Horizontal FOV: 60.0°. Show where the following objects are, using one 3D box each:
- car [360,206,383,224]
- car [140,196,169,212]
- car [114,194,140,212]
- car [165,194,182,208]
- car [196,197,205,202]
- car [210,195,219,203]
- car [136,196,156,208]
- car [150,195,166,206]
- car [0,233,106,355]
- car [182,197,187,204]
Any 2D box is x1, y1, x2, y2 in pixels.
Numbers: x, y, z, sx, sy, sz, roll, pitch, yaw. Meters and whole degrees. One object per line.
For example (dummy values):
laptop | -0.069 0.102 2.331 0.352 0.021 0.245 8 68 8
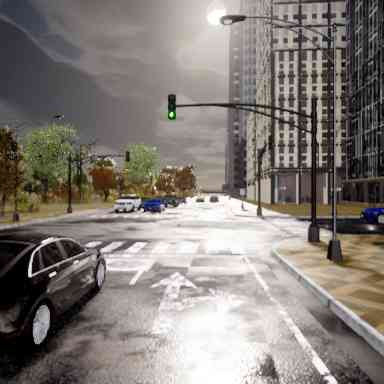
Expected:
car | 14.348 1.379 22.943 5.008 1.535 1.882 0 0 5
car | -4.450 1.573 39.865 1.882 1.535 5.008 0 0 6
car | -7.686 1.316 40.284 2.150 2.045 5.566 0 0 5
car | -3.437 1.353 52.537 2.150 2.045 5.566 0 0 5
car | 1.992 1.806 78.560 1.895 1.301 4.718 0 0 5
car | 5.267 1.568 78.767 2.097 1.767 4.553 0 0 5
car | -6.883 1.474 50.178 2.097 1.767 4.553 0 0 5
car | -6.041 1.507 60.424 2.097 1.767 4.553 0 -1 5
car | -3.025 1.521 6.160 1.837 1.490 4.892 0 0 1
car | -2.136 1.701 67.894 1.812 1.442 4.674 0 0 5
